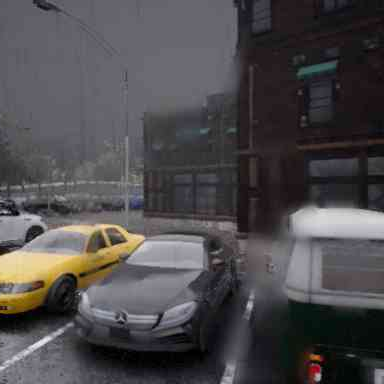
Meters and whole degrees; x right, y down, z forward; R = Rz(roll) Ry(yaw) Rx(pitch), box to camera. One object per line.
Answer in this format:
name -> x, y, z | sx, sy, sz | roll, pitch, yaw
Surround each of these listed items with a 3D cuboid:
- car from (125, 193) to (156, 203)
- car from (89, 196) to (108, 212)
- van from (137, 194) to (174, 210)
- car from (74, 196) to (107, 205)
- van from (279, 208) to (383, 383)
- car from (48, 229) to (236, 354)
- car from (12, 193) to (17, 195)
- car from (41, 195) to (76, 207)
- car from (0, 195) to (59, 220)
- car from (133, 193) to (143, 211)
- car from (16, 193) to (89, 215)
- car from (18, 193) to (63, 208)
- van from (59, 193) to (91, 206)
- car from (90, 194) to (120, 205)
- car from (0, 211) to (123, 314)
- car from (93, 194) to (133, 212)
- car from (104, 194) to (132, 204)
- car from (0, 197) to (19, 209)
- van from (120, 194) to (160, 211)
car -> -10.275, 1.203, 66.044 | 5.566, 2.045, 2.435 | -1, 0, 14
car -> -11.517, 1.490, 33.910 | 4.792, 1.488, 2.163 | 1, 1, 14
van -> -4.747, 1.242, 43.700 | 4.442, 1.987, 1.878 | 1, 0, 14
car -> -17.016, 1.452, 56.025 | 4.892, 1.521, 2.231 | -1, -1, 14
van -> 2.195, 1.261, 4.744 | 1.878, 1.987, 4.442 | 0, -1, 15
car -> -0.274, 1.521, 6.375 | 2.002, 1.452, 4.674 | 1, -1, 15
car -> -23.808, 1.194, 46.000 | 5.566, 2.045, 2.435 | -1, 0, 14
car -> -20.426, 1.323, 51.027 | 4.553, 1.767, 2.185 | -1, -1, 14
car -> -7.625, 1.218, 11.627 | 2.435, 2.045, 5.566 | 0, -1, 15
car -> -8.202, 1.212, 38.822 | 5.566, 2.045, 2.435 | 1, 1, 14
car -> -13.116, 1.208, 31.469 | 5.566, 2.045, 2.435 | 1, 0, 14
car -> -22.061, 1.195, 48.513 | 5.566, 2.045, 2.435 | -1, -1, 14
van -> -18.819, 1.225, 53.541 | 4.442, 1.987, 1.878 | -1, 0, 14
car -> -15.289, 1.326, 58.504 | 4.553, 1.767, 2.185 | -1, 0, 14
car -> -2.775, 1.472, 7.935 | 1.946, 1.575, 5.366 | 1, -1, 15
car -> -9.860, 1.210, 36.371 | 5.566, 2.045, 2.435 | 1, 1, 14
car -> -13.600, 1.327, 61.018 | 4.553, 1.767, 2.185 | -1, 0, 14
car -> -25.497, 1.473, 43.492 | 4.792, 1.488, 2.163 | -1, 0, 14
van -> -6.404, 1.241, 41.249 | 4.442, 1.987, 1.878 | 1, 0, 14
